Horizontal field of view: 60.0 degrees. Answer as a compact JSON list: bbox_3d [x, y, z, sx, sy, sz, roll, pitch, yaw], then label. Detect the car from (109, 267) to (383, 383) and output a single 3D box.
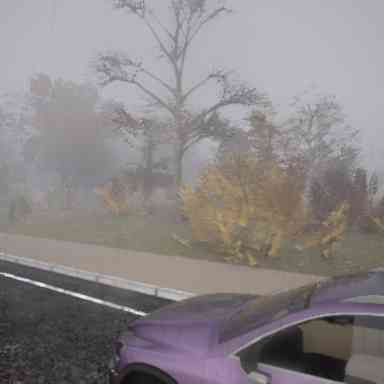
[{"bbox_3d":[1.455,1.434,2.520,4.856,1.649,2.033,-1,0,36],"label":"car"}]
